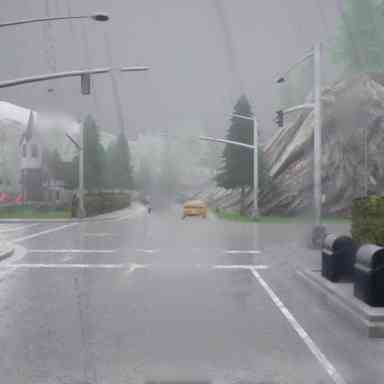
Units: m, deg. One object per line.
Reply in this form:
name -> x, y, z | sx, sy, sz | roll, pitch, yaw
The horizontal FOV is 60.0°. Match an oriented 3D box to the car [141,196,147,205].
car -> -7.454, 1.505, 57.425 | 1.837, 1.490, 4.892 | 0, 0, -21

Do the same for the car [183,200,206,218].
car -> 0.218, 1.477, 29.712 | 1.882, 1.535, 5.008 | 1, 0, 2

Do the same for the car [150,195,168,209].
car -> -4.682, 1.352, 46.804 | 2.097, 1.767, 4.553 | 0, 0, -11

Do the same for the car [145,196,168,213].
car -> -3.748, 1.505, 36.685 | 1.837, 1.490, 4.892 | 0, 0, -2
